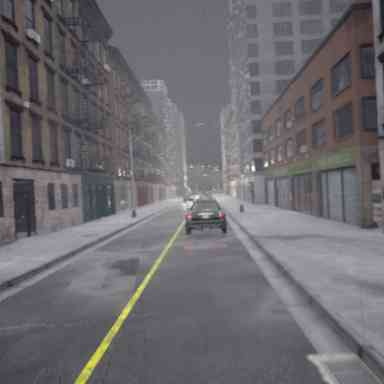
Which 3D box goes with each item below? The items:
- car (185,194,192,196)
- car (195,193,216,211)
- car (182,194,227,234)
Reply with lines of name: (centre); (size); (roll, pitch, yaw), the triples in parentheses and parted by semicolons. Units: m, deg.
car: (-0.591, 1.185, 60.314); (1.837, 1.490, 4.892); (-3, 0, 2)
car: (1.521, 1.056, 36.665); (2.097, 1.767, 4.553); (-3, 0, 3)
car: (0.770, 1.203, 18.486); (2.097, 1.767, 4.553); (-3, 0, 3)
